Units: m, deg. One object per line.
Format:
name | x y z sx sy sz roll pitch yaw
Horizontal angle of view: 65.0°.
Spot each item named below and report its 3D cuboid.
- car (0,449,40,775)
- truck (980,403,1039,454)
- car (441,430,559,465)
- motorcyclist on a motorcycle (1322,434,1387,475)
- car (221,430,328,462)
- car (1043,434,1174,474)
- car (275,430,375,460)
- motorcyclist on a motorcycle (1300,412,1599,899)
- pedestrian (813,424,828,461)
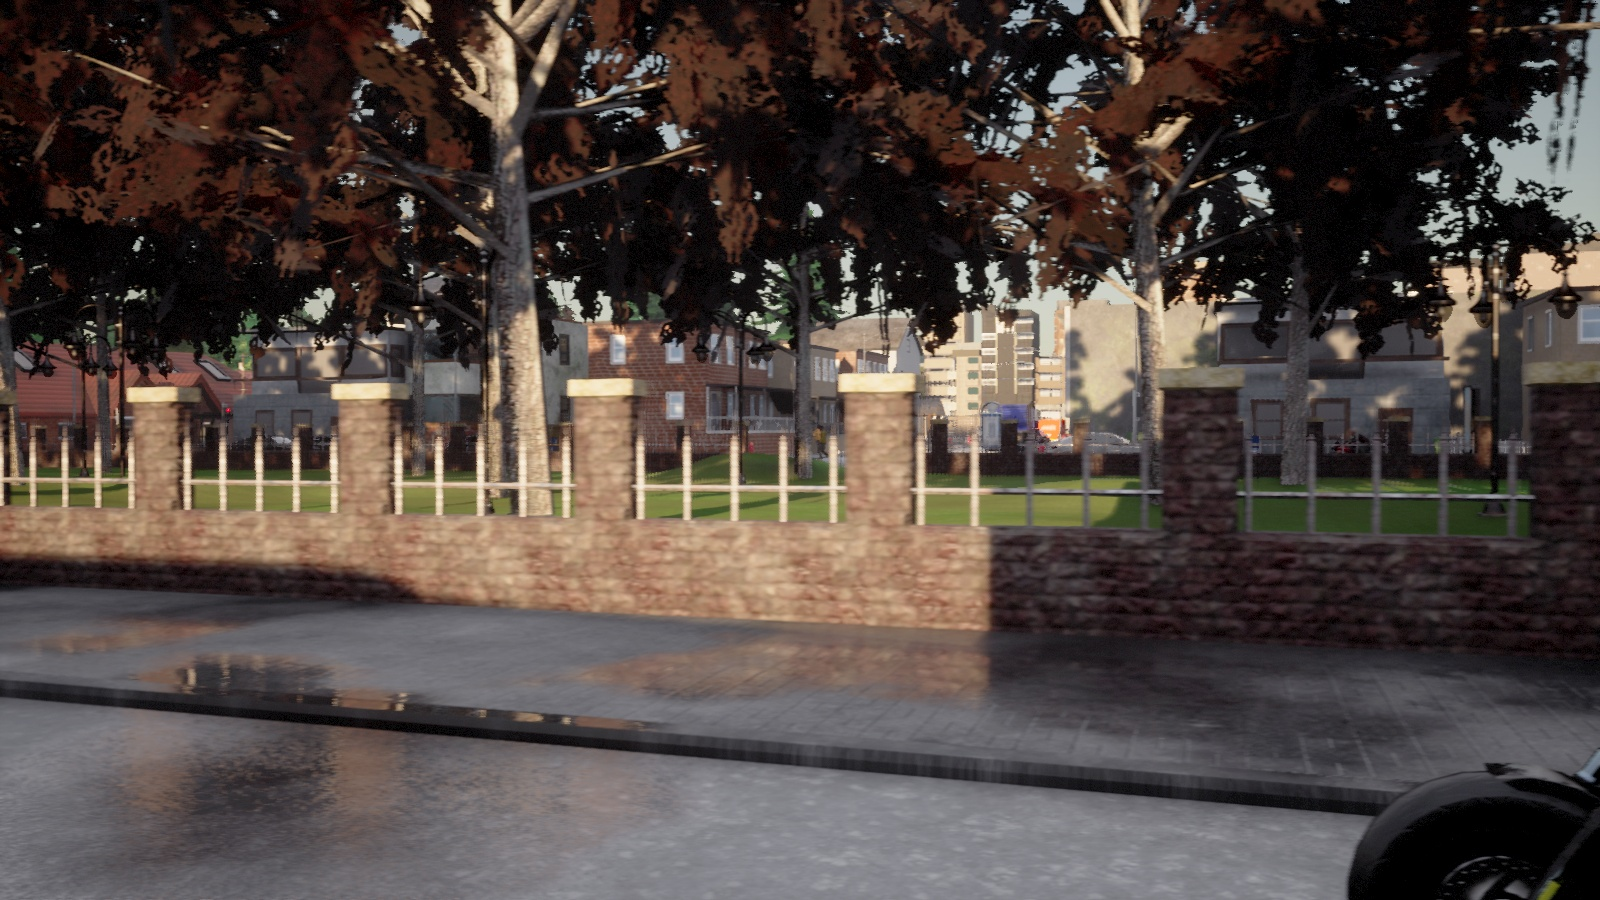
car | -5.836 0.727 5.687 4.193 1.474 1.816 1 1 19
truck | 15.121 -1.544 90.264 2.891 3.462 7.936 1 1 19
car | -13.395 -0.116 56.046 4.892 1.490 1.837 1 1 18
motorcyclist on a motorcycle | 21.398 0.165 48.516 2.191 1.530 0.866 1 1 19
car | -25.098 -0.203 59.985 4.674 1.442 1.812 1 1 18
car | 11.678 0.135 47.545 4.674 1.442 1.812 1 1 19
car | -24.193 -0.262 63.919 4.674 1.442 1.812 1 1 19
motorcyclist on a motorcycle | 2.444 0.740 2.898 2.350 1.649 0.766 0 1 19
pedestrian | 1.036 -0.394 63.346 0.709 1.840 0.431 0 1 -4
